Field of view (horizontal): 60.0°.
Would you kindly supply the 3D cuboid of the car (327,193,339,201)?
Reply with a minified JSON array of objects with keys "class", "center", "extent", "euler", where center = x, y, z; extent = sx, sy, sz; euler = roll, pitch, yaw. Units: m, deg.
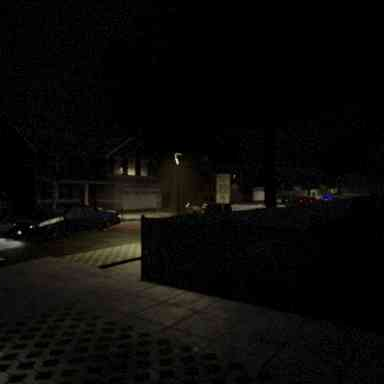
[{"class":"car","center":[20.424,0.876,49.309],"extent":[1.812,1.442,4.674],"euler":[2,2,35]}]

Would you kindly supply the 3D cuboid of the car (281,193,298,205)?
[{"class":"car","center":[13.360,0.906,44.109],"extent":[2.128,1.511,4.902],"euler":[2,2,36]}]

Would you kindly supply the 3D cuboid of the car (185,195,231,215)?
[{"class":"car","center":[1.387,1.029,27.282],"extent":[2.097,1.767,4.553],"euler":[2,2,35]}]

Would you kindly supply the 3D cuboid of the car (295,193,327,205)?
[{"class":"car","center":[14.812,1.100,41.273],"extent":[1.895,1.301,4.718],"euler":[2,2,36]}]

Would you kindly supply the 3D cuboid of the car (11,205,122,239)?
[{"class":"car","center":[-6.037,1.362,16.775],"extent":[2.033,1.411,5.357],"euler":[2,2,35]}]
